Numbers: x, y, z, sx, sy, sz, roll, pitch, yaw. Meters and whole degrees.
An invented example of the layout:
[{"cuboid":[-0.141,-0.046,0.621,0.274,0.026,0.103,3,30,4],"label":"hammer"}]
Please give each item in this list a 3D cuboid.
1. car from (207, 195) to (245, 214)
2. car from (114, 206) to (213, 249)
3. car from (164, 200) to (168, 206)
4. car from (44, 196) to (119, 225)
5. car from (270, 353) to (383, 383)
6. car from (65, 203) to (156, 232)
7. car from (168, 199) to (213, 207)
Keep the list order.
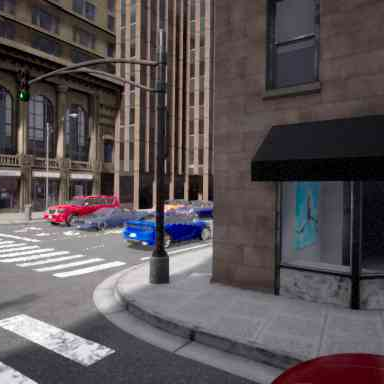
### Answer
[{"cuboid":[4.227,1.465,40.562,2.150,2.045,5.566,1,0,35],"label":"car"},{"cuboid":[-1.019,1.666,15.779,1.882,1.535,5.008,1,0,35],"label":"car"},{"cuboid":[-1.862,1.504,31.896,2.097,1.767,4.553,1,0,35],"label":"car"},{"cuboid":[-7.568,1.289,23.761,2.150,2.045,5.566,1,0,35],"label":"car"},{"cuboid":[2.380,1.545,1.275,4.507,1.381,1.887,0,1,35],"label":"car"},{"cuboid":[-5.105,1.658,21.620,2.033,1.411,5.357,1,0,35],"label":"car"},{"cuboid":[0.335,1.544,29.367,2.097,1.767,4.553,1,0,35],"label":"car"}]
